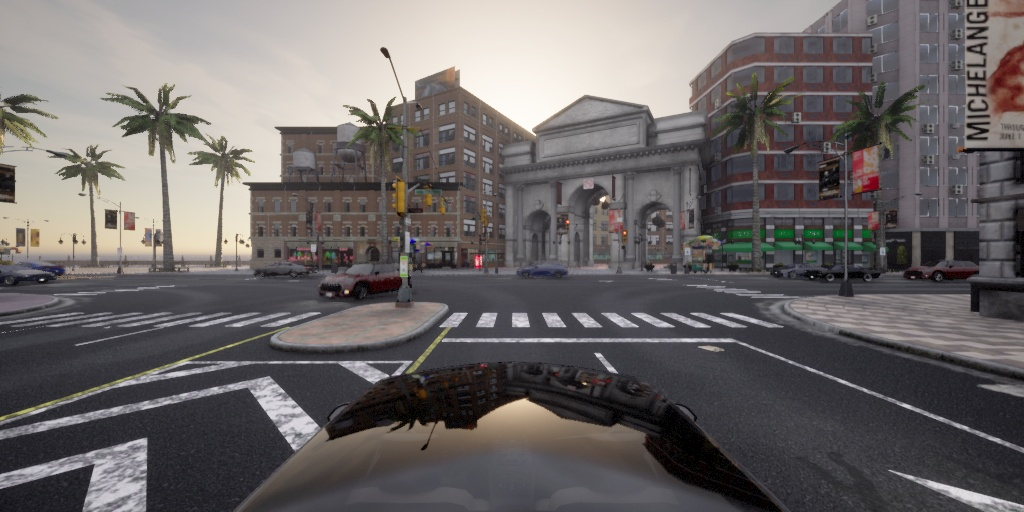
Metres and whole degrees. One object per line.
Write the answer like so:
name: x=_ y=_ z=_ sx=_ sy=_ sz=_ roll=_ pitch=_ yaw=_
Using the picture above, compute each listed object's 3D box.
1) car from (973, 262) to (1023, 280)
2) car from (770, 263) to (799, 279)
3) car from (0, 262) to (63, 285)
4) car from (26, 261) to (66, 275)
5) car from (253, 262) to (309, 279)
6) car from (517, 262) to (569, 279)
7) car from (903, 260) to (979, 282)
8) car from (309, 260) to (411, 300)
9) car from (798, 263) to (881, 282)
car: x=44.602 y=1.297 z=31.382 sx=5.357 sy=1.411 sz=2.033 roll=0 pitch=0 yaw=8
car: x=25.592 y=1.314 z=32.029 sx=4.181 sy=1.385 sz=1.994 roll=0 pitch=0 yaw=1
car: x=-35.827 y=1.297 z=25.325 sx=5.357 sy=1.411 sz=2.033 roll=0 pitch=0 yaw=0
car: x=-43.835 y=1.227 z=32.580 sx=5.008 sy=1.535 sz=1.882 roll=0 pitch=0 yaw=0
car: x=-20.613 y=1.241 z=32.404 sx=4.902 sy=1.511 sz=2.128 roll=0 pitch=0 yaw=0
car: x=2.724 y=1.276 z=32.229 sx=4.674 sy=1.442 sz=1.812 roll=0 pitch=0 yaw=0
car: x=34.063 y=1.102 z=28.387 sx=4.553 sy=1.767 sz=2.097 roll=0 pitch=0 yaw=2
car: x=-7.104 y=1.102 z=17.691 sx=2.097 sy=1.767 sz=4.553 roll=0 pitch=0 yaw=23
car: x=26.107 y=1.351 z=28.541 sx=4.718 sy=1.301 sz=1.895 roll=0 pitch=0 yaw=1
